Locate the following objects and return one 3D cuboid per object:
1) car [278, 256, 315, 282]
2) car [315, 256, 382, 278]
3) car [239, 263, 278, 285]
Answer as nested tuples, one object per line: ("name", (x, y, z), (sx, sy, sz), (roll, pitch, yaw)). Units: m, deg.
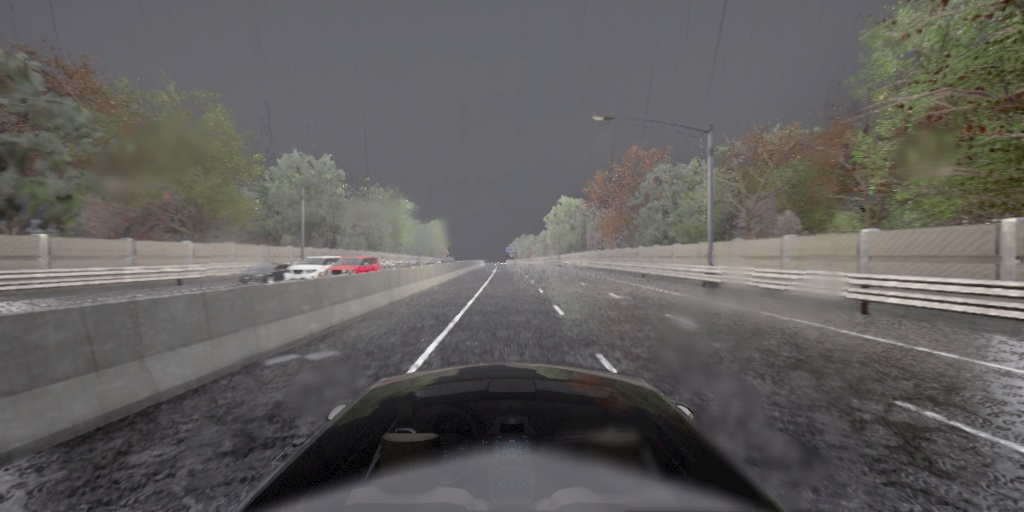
("car", (-14.248, 1.004, 26.489), (2.150, 2.045, 5.566), (0, 0, -1))
("car", (-10.725, 0.999, 24.506), (2.150, 2.045, 5.566), (0, 0, -1))
("car", (-17.749, 1.292, 26.471), (1.837, 1.490, 4.892), (0, 0, -1))
